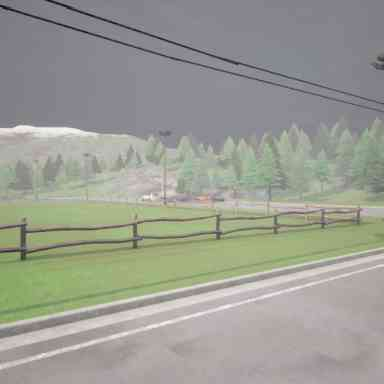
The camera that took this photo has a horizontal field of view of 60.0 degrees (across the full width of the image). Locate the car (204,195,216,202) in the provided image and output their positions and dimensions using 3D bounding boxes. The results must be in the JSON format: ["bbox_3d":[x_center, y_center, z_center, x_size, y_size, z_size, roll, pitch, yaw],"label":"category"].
[{"bbox_3d":[2.305,1.355,70.949,2.097,1.767,4.553,0,0,-35],"label":"car"}]

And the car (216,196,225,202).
[{"bbox_3d":[5.086,1.595,73.078,1.895,1.301,4.718,0,0,-35],"label":"car"}]

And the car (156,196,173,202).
[{"bbox_3d":[-6.505,1.541,77.370,1.895,1.301,4.718,0,0,-35],"label":"car"}]

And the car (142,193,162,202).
[{"bbox_3d":[-9.366,1.174,75.354,2.150,2.045,5.566,0,0,-35],"label":"car"}]

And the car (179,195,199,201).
[{"bbox_3d":[-0.766,1.483,81.379,2.033,1.411,5.357,0,0,-35],"label":"car"}]

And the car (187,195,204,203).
[{"bbox_3d":[-0.457,1.547,68.793,2.033,1.411,5.357,0,0,-35],"label":"car"}]

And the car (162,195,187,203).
[{"bbox_3d":[-3.552,1.564,67.109,1.994,1.385,4.181,0,0,-35],"label":"car"}]

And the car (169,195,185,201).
[{"bbox_3d":[-3.627,1.496,79.362,1.994,1.385,4.181,0,0,-35],"label":"car"}]
